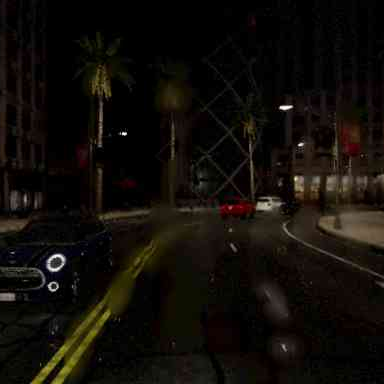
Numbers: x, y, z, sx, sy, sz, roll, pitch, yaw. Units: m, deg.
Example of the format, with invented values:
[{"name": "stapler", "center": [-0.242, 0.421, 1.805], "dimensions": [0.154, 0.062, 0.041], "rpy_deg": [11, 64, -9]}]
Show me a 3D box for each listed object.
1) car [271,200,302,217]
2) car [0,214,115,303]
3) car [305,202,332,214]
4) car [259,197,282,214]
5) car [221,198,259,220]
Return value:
[{"name": "car", "center": [10.368, 1.917, 35.779], "dimensions": [1.812, 1.442, 4.674], "rpy_deg": [0, -1, 32]}, {"name": "car", "center": [-3.504, 1.446, 8.632], "dimensions": [2.097, 1.767, 4.553], "rpy_deg": [0, -1, 1]}, {"name": "car", "center": [16.389, 2.034, 42.864], "dimensions": [4.181, 1.385, 1.994], "rpy_deg": [1, -1, -43]}, {"name": "car", "center": [10.176, 1.678, 41.723], "dimensions": [2.150, 2.045, 5.566], "rpy_deg": [-1, -1, 41]}, {"name": "car", "center": [4.576, 1.578, 32.641], "dimensions": [2.150, 2.045, 5.566], "rpy_deg": [0, -1, 24]}]
